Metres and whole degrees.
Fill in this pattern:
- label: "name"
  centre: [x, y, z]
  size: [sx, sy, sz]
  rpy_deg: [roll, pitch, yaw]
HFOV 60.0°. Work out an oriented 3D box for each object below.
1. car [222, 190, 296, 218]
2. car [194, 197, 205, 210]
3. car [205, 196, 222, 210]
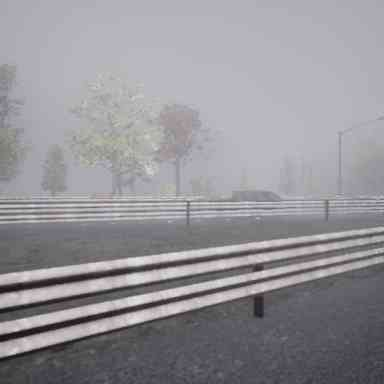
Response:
- label: "car"
  centre: [5.532, 0.883, 26.223]
  size: [5.566, 2.045, 2.150]
  rpy_deg: [0, 0, -22]
- label: "car"
  centre: [2.526, 1.162, 32.547]
  size: [4.902, 1.511, 2.128]
  rpy_deg: [0, 0, -22]
- label: "car"
  centre: [4.020, 1.166, 29.374]
  size: [4.892, 1.490, 1.837]
  rpy_deg: [0, 0, -22]
